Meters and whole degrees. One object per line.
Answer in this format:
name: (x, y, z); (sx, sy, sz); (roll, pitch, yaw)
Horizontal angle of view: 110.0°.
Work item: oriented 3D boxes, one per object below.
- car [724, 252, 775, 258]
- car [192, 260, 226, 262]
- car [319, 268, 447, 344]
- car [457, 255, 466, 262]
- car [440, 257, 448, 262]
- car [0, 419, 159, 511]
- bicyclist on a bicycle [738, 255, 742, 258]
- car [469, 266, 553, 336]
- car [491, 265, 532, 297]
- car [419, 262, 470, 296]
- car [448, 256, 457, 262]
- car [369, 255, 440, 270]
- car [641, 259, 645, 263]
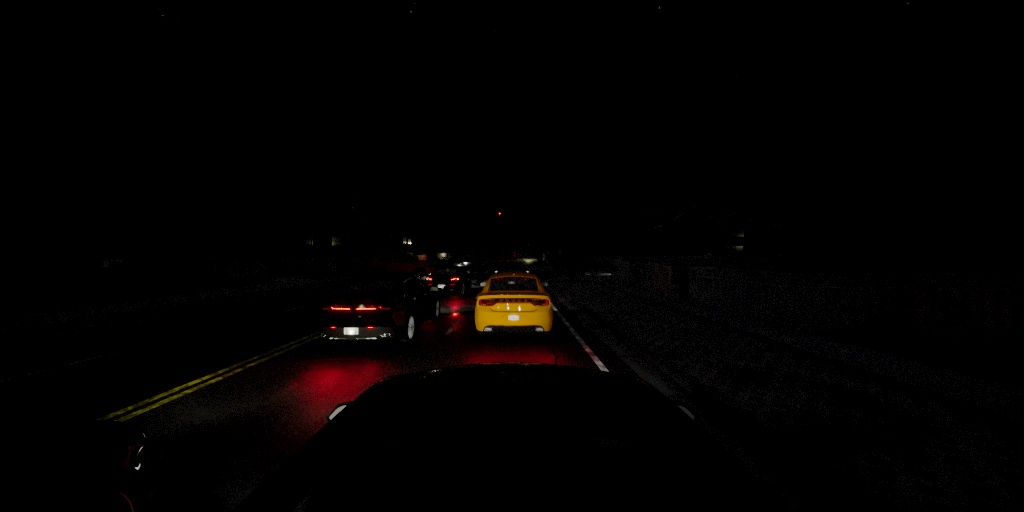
car: (21.592, 0.645, 31.779); (5.566, 2.045, 2.150); (0, 1, -2)
car: (-25.724, 1.137, 31.229); (4.553, 1.767, 2.097); (0, 1, 2)
car: (-3.194, 1.239, 9.557); (1.837, 1.490, 4.892); (0, 0, 0)
car: (-9.949, 0.655, 63.912); (1.882, 1.535, 5.008); (0, 1, 0)
car: (-9.942, 0.932, 45.122); (2.128, 1.511, 4.902); (0, 1, 0)
car: (-3.148, 1.228, 0.147); (1.882, 1.535, 5.008); (0, 0, 0)
bicyclist on a bicycle: (18.391, 0.782, 28.771); (0.582, 1.620, 1.656); (0, 0, -2)
car: (0.058, 1.209, 10.443); (1.882, 1.535, 5.008); (0, 0, 0)
car: (-0.002, 1.247, 19.332); (1.994, 1.385, 4.181); (0, 0, 1)
car: (-3.257, 1.212, 18.866); (1.812, 1.442, 4.674); (0, 0, 1)
car: (-9.963, 0.905, 54.306); (1.994, 1.385, 4.181); (0, 1, 0)
car: (-9.434, 0.896, 30.997); (5.566, 2.045, 2.150); (-1, 1, 0)
car: (12.775, 1.011, 34.495); (5.357, 1.411, 2.033); (-1, 1, -6)
